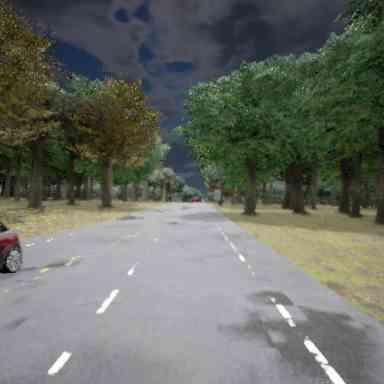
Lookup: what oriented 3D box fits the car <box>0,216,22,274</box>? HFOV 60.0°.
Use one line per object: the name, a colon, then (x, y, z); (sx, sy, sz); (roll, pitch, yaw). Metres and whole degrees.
car: (-6.148, 1.392, 7.798); (2.097, 1.767, 4.553); (0, 0, 6)
